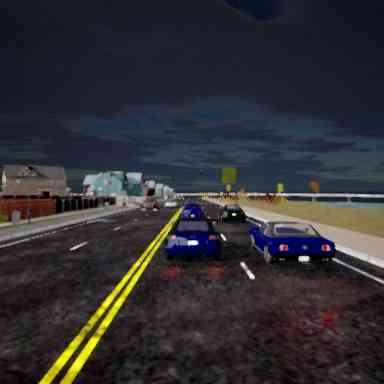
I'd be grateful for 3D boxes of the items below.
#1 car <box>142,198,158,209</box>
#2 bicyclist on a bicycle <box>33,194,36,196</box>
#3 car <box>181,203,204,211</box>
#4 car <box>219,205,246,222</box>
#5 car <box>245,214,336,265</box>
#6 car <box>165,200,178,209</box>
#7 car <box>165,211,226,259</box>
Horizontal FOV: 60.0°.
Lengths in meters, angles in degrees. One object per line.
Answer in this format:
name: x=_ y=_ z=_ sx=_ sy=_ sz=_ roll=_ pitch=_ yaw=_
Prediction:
car: x=-6.537 y=1.687 z=52.420 sx=2.097 sy=1.767 sz=4.553 roll=0 pitch=0 yaw=0
bicyclist on a bicycle: x=-29.607 y=1.196 z=62.447 sx=0.582 sy=1.620 sz=1.656 roll=1 pitch=-1 yaw=-35
car: x=0.055 y=1.697 z=28.180 sx=1.812 sy=1.442 sz=4.674 roll=0 pitch=0 yaw=1
car: x=3.302 y=1.735 z=27.863 sx=1.994 sy=1.385 sz=4.181 roll=0 pitch=0 yaw=1
car: x=3.290 y=1.671 z=11.915 sx=1.895 sy=1.301 sz=4.718 roll=0 pitch=0 yaw=1
car: x=-3.280 y=1.940 z=52.946 sx=1.895 sy=1.301 sz=4.718 roll=0 pitch=0 yaw=1
car: x=0.051 y=1.641 z=12.880 sx=1.994 sy=1.385 sz=4.181 roll=0 pitch=0 yaw=1
